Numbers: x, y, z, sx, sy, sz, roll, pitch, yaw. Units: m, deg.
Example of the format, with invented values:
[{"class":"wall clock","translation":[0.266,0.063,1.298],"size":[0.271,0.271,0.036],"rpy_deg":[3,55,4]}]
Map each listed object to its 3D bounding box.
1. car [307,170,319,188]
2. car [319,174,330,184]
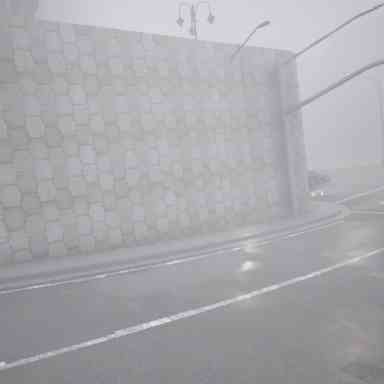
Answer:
[{"class":"car","translation":[8.041,-0.740,29.594],"size":[2.033,1.411,5.357],"rpy_deg":[-11,7,-35]},{"class":"car","translation":[10.709,-1.345,31.802],"size":[1.837,1.490,4.892],"rpy_deg":[-11,6,-34]}]
